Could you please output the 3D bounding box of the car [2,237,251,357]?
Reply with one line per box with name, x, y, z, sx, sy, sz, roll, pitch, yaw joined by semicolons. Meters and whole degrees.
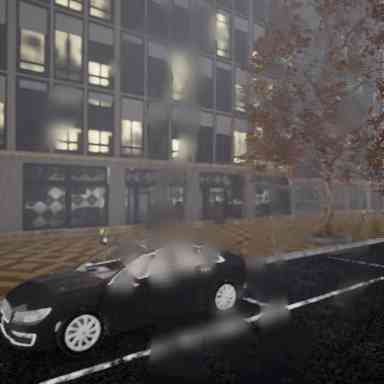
car;-0.866;1.549;5.947;4.403;1.369;2.008;0;0;-36
